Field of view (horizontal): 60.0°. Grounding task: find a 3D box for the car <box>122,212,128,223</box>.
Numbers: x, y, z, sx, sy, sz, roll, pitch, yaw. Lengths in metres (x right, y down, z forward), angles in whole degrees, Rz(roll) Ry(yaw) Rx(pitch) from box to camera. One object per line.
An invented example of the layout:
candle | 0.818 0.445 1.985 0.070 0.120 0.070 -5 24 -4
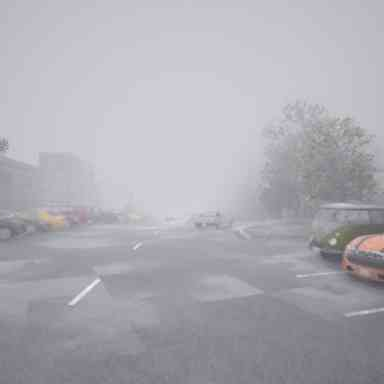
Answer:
car | -11.003 3.112 40.754 5.366 1.575 1.946 1 -5 -19

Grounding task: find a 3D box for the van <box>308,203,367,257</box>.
van | 6.308 1.409 12.047 4.442 1.987 1.878 1 -1 -20

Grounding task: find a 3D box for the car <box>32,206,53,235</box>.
car | -11.364 1.849 20.234 4.892 1.521 2.231 0 -2 -20

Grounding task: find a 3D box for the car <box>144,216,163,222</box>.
car | -10.475 7.241 90.383 4.892 1.521 2.231 1 -5 -19

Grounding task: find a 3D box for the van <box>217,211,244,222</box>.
van | 7.028 4.534 60.850 4.442 1.987 1.878 2 -5 -19

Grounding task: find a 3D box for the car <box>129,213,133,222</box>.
car | -11.130 3.616 46.527 4.792 1.488 2.163 1 -5 -19

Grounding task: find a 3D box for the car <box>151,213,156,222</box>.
car | -10.838 5.008 67.010 5.566 2.045 2.435 1 -5 -19

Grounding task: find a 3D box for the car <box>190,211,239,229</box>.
car | 1.951 2.290 27.291 1.895 1.301 4.718 -3 -4 26

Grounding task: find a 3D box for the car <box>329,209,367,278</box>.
car | 6.442 1.465 9.103 4.553 1.767 2.185 1 -1 -20

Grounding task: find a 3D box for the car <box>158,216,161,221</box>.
car | -10.632 6.239 78.693 5.008 1.535 2.097 1 -5 -19

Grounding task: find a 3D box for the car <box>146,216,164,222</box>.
car | -10.399 7.522 93.316 4.792 1.488 2.163 1 -6 -19

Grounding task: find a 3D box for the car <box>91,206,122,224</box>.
car | -11.188 2.627 37.795 5.566 2.045 2.435 1 -5 -19

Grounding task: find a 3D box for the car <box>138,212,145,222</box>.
car | -11.153 4.293 55.246 5.366 1.575 1.946 1 -5 -19

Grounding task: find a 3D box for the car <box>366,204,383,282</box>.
car | 6.385 1.303 6.084 5.566 2.045 2.435 1 0 -20

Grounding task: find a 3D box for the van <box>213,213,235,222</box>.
van | 7.242 5.753 75.517 4.442 1.987 1.878 2 -5 -19

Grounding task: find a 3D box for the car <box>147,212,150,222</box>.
car | -10.886 4.778 61.155 4.892 1.521 2.231 1 -5 -19

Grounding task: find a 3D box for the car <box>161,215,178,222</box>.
car | -4.431 5.212 65.024 1.895 1.301 4.718 0 -5 1

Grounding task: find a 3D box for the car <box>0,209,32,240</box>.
car | -11.381 1.747 17.309 5.008 1.535 2.097 0 -2 -20

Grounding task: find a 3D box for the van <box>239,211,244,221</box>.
van | 6.767 4.284 57.830 4.442 1.987 1.878 2 -5 -19

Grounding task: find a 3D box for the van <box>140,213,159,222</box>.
van | -10.491 6.264 81.678 4.442 1.987 1.878 1 -5 -19

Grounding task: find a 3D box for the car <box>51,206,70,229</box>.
car | -11.512 1.966 23.089 5.366 1.575 1.946 0 -3 -20

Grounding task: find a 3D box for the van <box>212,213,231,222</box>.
van | 7.367 6.501 84.321 4.442 1.987 1.878 2 -5 -19

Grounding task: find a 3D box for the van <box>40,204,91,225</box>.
van | -11.406 2.046 28.970 4.442 1.987 1.878 0 -3 -20

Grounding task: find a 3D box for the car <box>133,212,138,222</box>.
car | -11.239 3.819 49.405 5.366 1.575 1.946 1 -5 -19

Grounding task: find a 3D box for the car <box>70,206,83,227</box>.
car | -11.325 2.112 26.077 4.892 1.521 2.231 0 -3 -20

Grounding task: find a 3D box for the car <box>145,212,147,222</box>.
car | -10.903 4.567 58.236 4.792 1.488 2.163 1 -5 -19

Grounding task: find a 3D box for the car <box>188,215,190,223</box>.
car | 0.399 3.574 45.571 2.033 1.411 5.357 0 -5 1

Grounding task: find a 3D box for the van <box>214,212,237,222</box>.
van | 6.940 5.251 69.566 4.442 1.987 1.878 2 -5 -19

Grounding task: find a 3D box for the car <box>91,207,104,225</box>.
car | -11.260 2.453 31.913 4.892 1.521 2.231 0 -3 -19

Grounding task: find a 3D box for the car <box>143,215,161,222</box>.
car | -10.544 6.863 87.465 4.553 1.767 2.185 1 -5 -19
